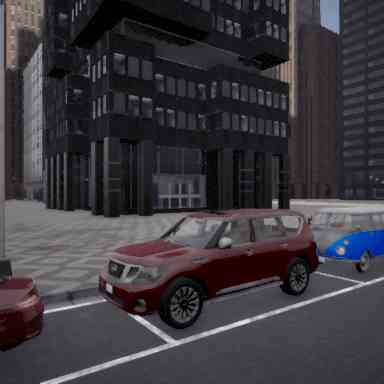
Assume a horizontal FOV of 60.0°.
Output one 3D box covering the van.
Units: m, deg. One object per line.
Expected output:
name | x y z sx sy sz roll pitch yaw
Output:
van | 5.264 1.340 10.405 3.998 1.788 1.690 0 0 -35

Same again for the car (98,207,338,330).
car | 0.641 1.314 7.108 5.009 1.841 2.192 0 0 -35

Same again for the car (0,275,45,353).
car | -3.980 1.581 3.811 4.206 1.307 1.802 0 0 -35
